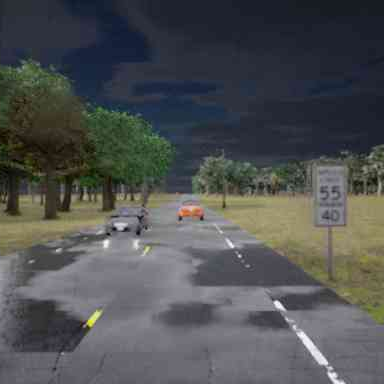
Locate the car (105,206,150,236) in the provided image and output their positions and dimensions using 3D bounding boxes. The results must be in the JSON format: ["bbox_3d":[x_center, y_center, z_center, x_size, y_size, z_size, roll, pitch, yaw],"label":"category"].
[{"bbox_3d":[-3.570,1.573,19.036,2.128,1.511,4.902,0,0,0],"label":"car"}]

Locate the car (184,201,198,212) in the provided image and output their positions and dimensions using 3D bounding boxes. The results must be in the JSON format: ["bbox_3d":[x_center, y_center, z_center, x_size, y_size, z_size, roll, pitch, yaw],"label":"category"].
[{"bbox_3d":[-0.093,1.965,46.465,1.837,1.490,4.892,0,-2,0],"label":"car"}]

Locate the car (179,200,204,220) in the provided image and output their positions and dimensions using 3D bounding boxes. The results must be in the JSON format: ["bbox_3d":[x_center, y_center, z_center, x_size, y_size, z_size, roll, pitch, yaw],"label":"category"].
[{"bbox_3d":[-0.060,1.532,29.855,2.097,1.767,4.553,0,-1,0],"label":"car"}]
